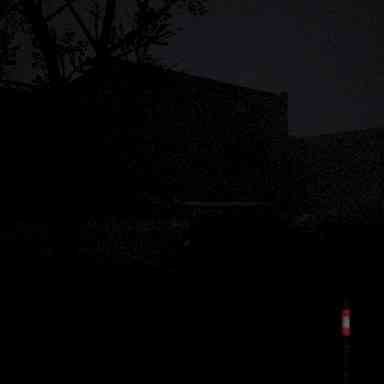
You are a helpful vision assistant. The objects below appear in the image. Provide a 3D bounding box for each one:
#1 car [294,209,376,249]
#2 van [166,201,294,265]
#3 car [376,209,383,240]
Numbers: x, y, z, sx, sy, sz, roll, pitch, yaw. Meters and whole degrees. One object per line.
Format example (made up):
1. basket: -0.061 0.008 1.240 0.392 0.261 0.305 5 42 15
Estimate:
1. car: 5.842 1.574 14.898 4.892 1.521 2.231 2 -1 -37
2. van: 1.220 1.303 11.592 4.442 1.987 1.878 1 0 -33
3. car: 10.321 1.669 18.107 4.792 1.488 2.163 2 -1 -37
